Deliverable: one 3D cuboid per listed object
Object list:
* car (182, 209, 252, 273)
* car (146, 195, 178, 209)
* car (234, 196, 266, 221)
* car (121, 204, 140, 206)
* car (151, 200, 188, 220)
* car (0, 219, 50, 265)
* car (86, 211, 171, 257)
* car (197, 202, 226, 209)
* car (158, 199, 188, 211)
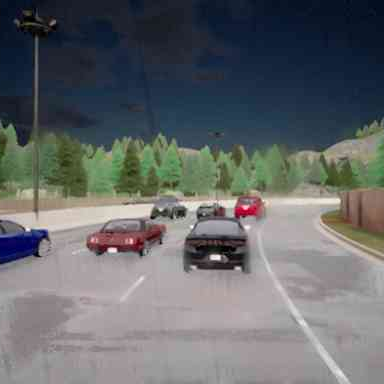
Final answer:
[{"bbox_3d":[0.902,1.543,10.992,1.882,1.535,5.008,0,0,7],"label":"car"},{"bbox_3d":[-4.498,1.499,50.720,2.150,2.045,5.566,0,-1,29],"label":"car"},{"bbox_3d":[5.186,1.403,29.282,2.150,2.045,5.566,0,0,19],"label":"car"},{"bbox_3d":[-8.623,1.810,50.537,2.033,1.411,5.357,0,0,28],"label":"car"},{"bbox_3d":[-1.942,1.516,29.838,2.097,1.767,4.553,0,0,18],"label":"car"},{"bbox_3d":[-6.246,1.518,10.090,1.882,1.535,5.008,0,0,6],"label":"car"},{"bbox_3d":[-2.341,1.670,13.283,1.895,1.301,4.718,0,0,8],"label":"car"},{"bbox_3d":[1.810,1.668,30.093,2.128,1.511,4.902,0,0,19],"label":"car"},{"bbox_3d":[-2.632,1.736,46.811,1.882,1.535,5.008,0,0,28],"label":"car"}]
